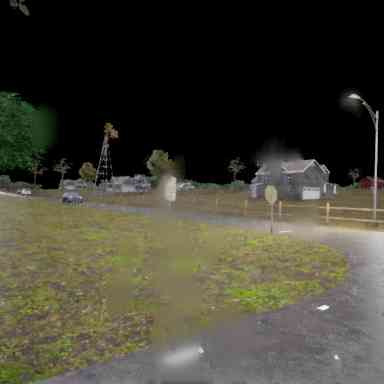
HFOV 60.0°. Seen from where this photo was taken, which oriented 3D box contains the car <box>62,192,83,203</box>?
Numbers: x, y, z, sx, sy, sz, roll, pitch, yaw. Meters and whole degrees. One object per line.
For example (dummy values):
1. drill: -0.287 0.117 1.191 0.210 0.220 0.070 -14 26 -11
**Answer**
1. car: -18.488 0.775 51.308 2.097 1.767 4.553 2 -1 -36
